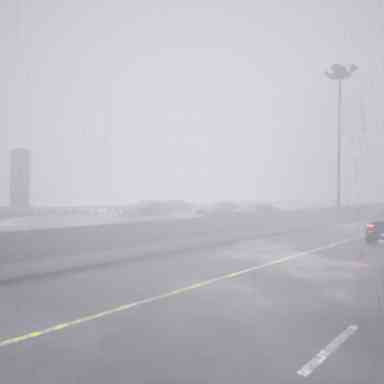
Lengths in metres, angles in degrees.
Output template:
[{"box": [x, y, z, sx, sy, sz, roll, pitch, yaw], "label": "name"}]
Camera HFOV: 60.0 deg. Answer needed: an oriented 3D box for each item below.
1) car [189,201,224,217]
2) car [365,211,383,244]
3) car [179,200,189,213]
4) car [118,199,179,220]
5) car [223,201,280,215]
[{"box": [2.561, 1.508, 28.740, 2.033, 1.411, 5.357, 1, 0, 43], "label": "car"}, {"box": [9.381, 1.586, 15.200, 1.812, 1.442, 4.674, 1, 0, 43], "label": "car"}, {"box": [-1.951, 1.450, 34.170, 2.033, 1.411, 5.357, 1, 0, 43], "label": "car"}, {"box": [-3.742, 1.392, 27.078, 2.128, 1.511, 4.902, 1, 0, 43], "label": "car"}, {"box": [5.129, 1.540, 26.362, 2.033, 1.411, 5.357, 1, 0, 43], "label": "car"}]
